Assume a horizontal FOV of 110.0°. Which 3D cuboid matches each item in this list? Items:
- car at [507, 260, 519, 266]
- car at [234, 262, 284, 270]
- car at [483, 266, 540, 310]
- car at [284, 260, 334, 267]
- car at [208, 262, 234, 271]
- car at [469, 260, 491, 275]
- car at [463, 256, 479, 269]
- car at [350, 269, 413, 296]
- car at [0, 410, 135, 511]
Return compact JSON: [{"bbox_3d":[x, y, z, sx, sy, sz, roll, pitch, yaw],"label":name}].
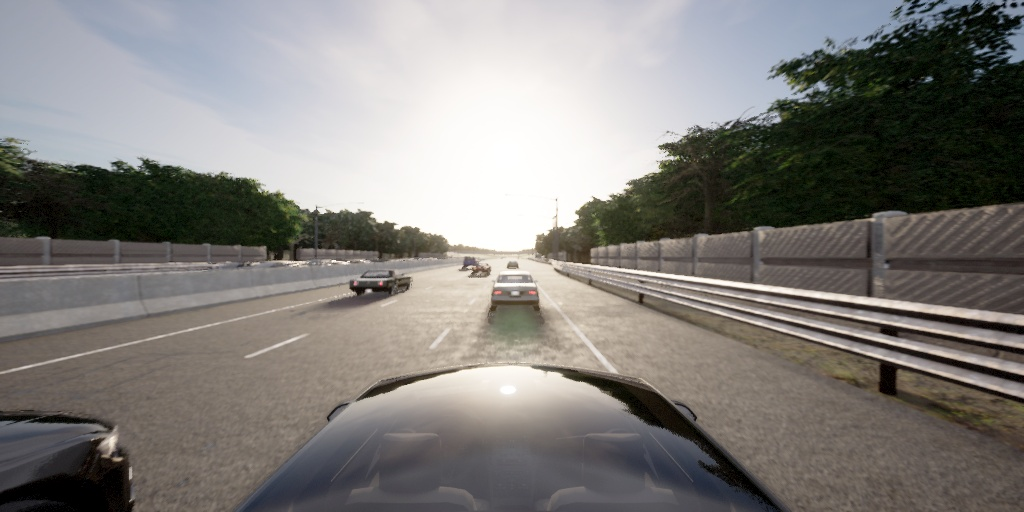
[{"bbox_3d":[0.133,1.379,61.982,1.994,1.385,4.181,0,0,0],"label":"car"},{"bbox_3d":[-20.995,1.261,31.070,1.882,1.535,5.008,0,0,0],"label":"car"},{"bbox_3d":[0.108,1.313,14.653,2.033,1.411,5.357,0,0,0],"label":"car"},{"bbox_3d":[-17.487,1.133,31.815,2.097,1.767,4.553,0,0,0],"label":"car"},{"bbox_3d":[-24.487,1.299,31.795,1.837,1.490,4.892,0,0,0],"label":"car"},{"bbox_3d":[-3.379,1.393,40.600,1.895,1.301,4.718,0,0,0],"label":"car"},{"bbox_3d":[-6.868,1.033,60.115,2.150,2.045,5.566,0,0,0],"label":"car"},{"bbox_3d":[-6.887,1.371,19.487,1.895,1.301,4.718,0,0,0],"label":"car"},{"bbox_3d":[-3.400,1.239,0.306,2.128,1.511,4.902,0,0,0],"label":"car"}]
